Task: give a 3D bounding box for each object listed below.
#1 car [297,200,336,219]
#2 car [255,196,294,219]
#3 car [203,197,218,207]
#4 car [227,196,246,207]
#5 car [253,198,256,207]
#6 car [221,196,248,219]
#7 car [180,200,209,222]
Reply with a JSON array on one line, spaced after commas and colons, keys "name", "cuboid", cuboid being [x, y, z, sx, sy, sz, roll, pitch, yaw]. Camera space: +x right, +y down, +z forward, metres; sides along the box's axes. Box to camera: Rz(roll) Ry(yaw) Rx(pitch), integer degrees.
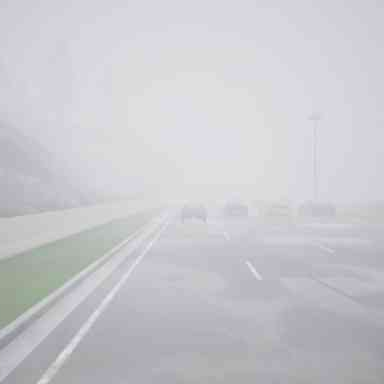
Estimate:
[{"name": "car", "cuboid": [10.603, 1.419, 28.726, 1.882, 1.535, 5.008, 0, 0, 0]}, {"name": "car", "cuboid": [7.103, 1.419, 28.733, 1.882, 1.535, 5.008, 0, 0, 0]}, {"name": "car", "cuboid": [2.510, 1.464, 48.669, 1.994, 1.385, 4.181, 0, 0, 17]}, {"name": "car", "cuboid": [6.587, 1.403, 49.187, 1.837, 1.490, 4.892, 0, 0, 19]}, {"name": "car", "cuboid": [9.929, 1.427, 48.221, 1.812, 1.442, 4.674, 0, 0, 19]}, {"name": "car", "cuboid": [3.602, 1.419, 28.728, 1.882, 1.535, 5.008, 0, 0, 0]}, {"name": "car", "cuboid": [0.101, 1.548, 25.708, 1.895, 1.301, 4.718, 0, 0, 0]}]
